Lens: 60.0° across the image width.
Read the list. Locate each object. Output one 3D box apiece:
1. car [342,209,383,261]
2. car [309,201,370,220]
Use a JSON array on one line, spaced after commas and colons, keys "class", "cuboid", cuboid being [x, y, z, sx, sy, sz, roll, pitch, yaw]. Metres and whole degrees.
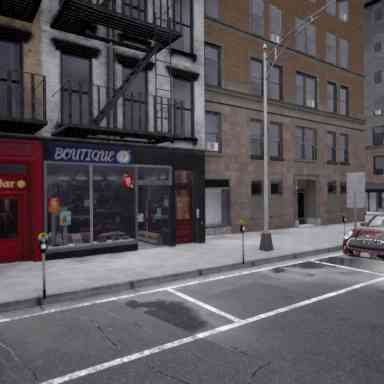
[{"class": "car", "cuboid": [7.036, 1.442, 11.586, 4.097, 1.590, 1.967, 0, -1, -36]}, {"class": "car", "cuboid": [13.916, 1.664, 31.696, 1.882, 1.535, 5.008, -1, 0, -37]}]
